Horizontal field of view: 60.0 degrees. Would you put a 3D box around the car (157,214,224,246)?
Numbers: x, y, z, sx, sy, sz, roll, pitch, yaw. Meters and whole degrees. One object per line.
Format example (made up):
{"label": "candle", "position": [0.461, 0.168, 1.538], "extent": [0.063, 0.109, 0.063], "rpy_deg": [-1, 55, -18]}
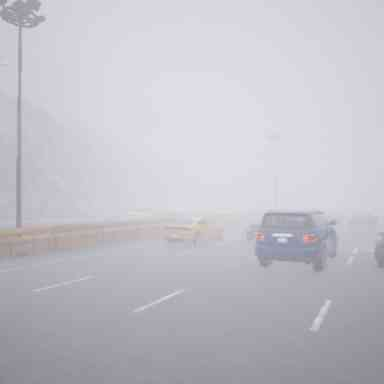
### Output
{"label": "car", "position": [0.272, 2.248, 20.053], "extent": [1.882, 1.535, 5.008], "rpy_deg": [-2, -3, 30]}

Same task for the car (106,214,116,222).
{"label": "car", "position": [-9.167, 3.286, 44.529], "extent": [1.882, 1.535, 5.008], "rpy_deg": [-2, -3, 35]}

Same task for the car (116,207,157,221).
{"label": "car", "position": [-6.468, 2.917, 42.358], "extent": [2.150, 2.045, 5.566], "rpy_deg": [-2, -3, 35]}

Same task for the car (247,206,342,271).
{"label": "car", "position": [4.208, 1.676, 12.882], "extent": [2.150, 2.045, 5.566], "rpy_deg": [-2, -2, 30]}

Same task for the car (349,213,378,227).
{"label": "car", "position": [16.716, 2.646, 32.268], "extent": [1.895, 1.301, 4.718], "rpy_deg": [-2, -3, 37]}

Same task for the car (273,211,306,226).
{"label": "car", "position": [10.497, 2.807, 35.572], "extent": [1.994, 1.385, 4.181], "rpy_deg": [-2, -3, 36]}

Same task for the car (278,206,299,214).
{"label": "car", "position": [20.991, 3.873, 72.341], "extent": [4.553, 1.767, 2.097], "rpy_deg": [1, -3, -42]}

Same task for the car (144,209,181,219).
{"label": "car", "position": [-2.478, 2.877, 35.768], "extent": [1.882, 1.535, 5.008], "rpy_deg": [-2, -3, 34]}

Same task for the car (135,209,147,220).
{"label": "car", "position": [-4.092, 3.068, 39.587], "extent": [1.837, 1.490, 4.892], "rpy_deg": [-2, -3, 35]}

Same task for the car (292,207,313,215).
{"label": "car", "position": [23.106, 3.864, 69.533], "extent": [5.008, 1.535, 1.882], "rpy_deg": [1, -3, -42]}

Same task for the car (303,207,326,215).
{"label": "car", "position": [24.288, 3.762, 65.941], "extent": [4.902, 1.511, 2.128], "rpy_deg": [1, -3, -42]}

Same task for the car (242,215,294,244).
{"label": "car", "position": [4.939, 2.280, 21.061], "extent": [1.812, 1.442, 4.674], "rpy_deg": [-2, -2, 31]}

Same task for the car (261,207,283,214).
{"label": "car", "position": [17.892, 4.167, 74.277], "extent": [5.357, 1.411, 2.033], "rpy_deg": [1, -3, -42]}

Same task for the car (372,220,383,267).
{"label": "car", "position": [8.066, 1.960, 12.558], "extent": [1.994, 1.385, 4.181], "rpy_deg": [-2, -3, 30]}
